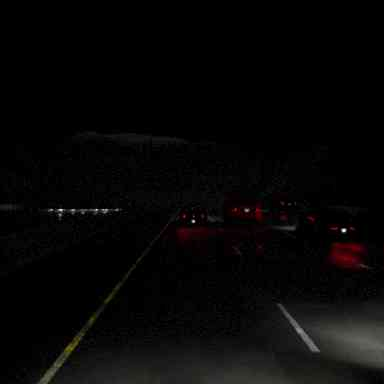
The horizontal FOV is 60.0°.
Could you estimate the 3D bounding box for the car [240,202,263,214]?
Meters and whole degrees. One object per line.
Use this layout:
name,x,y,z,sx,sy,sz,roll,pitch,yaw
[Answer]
car,7.092,1.872,39.978,1.895,1.301,4.718,0,-1,0

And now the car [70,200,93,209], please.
car,-17.510,1.958,53.721,1.882,1.535,5.008,0,-1,0

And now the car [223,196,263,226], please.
car,3.595,1.315,24.459,2.150,2.045,5.566,0,0,0

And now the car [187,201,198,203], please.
car,0.092,1.819,41.514,1.812,1.442,4.674,0,-1,0

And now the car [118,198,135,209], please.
car,-10.510,1.846,53.752,2.097,1.767,4.553,0,-1,0

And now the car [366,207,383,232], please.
car,10.596,1.536,17.917,2.128,1.511,4.902,0,0,0

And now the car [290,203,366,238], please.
car,7.096,1.549,17.958,1.837,1.490,4.892,0,0,0

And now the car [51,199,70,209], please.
car,-21.010,1.987,53.693,1.837,1.490,4.892,0,-1,0

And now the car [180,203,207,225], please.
car,0.095,1.695,24.551,1.895,1.301,4.718,0,-1,0

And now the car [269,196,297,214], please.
car,10.593,1.472,38.761,2.150,2.045,5.566,0,-2,0

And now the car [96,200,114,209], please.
car,-14.010,2.008,53.720,1.837,1.490,4.892,0,-1,0
